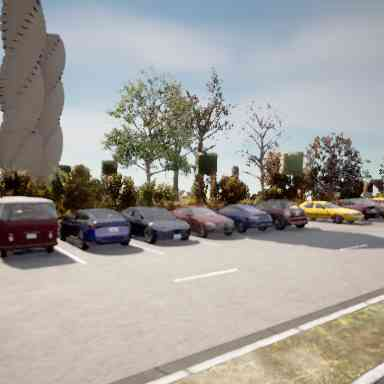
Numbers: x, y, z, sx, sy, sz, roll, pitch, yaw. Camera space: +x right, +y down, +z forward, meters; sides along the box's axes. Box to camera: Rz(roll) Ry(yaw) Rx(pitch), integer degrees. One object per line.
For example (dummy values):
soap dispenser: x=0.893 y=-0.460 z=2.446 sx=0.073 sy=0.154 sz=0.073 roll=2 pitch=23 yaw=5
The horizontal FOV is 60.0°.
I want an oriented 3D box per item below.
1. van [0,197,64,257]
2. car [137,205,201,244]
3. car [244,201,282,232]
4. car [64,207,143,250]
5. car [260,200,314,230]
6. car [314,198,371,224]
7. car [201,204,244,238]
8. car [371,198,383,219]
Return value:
van: x=-6.554 y=1.204 z=12.754 sx=1.878 sy=1.987 sz=4.442 roll=0 pitch=0 yaw=-35
car: x=-1.983 y=1.454 z=15.825 sx=2.163 sy=1.488 sz=4.792 roll=0 pitch=0 yaw=-35
car: x=2.494 y=1.442 z=19.041 sx=2.002 sy=1.452 sz=4.674 roll=0 pitch=0 yaw=-35
car: x=-4.260 y=1.457 z=14.278 sx=2.163 sy=1.488 sz=4.792 roll=0 pitch=0 yaw=-35
car: x=4.760 y=1.263 z=20.617 sx=2.185 sy=1.767 sz=4.553 roll=0 pitch=0 yaw=-35
car: x=9.336 y=1.342 z=23.680 sx=1.946 sy=1.575 sz=5.366 roll=-1 pitch=0 yaw=-35
car: x=0.247 y=1.454 z=17.449 sx=2.002 sy=1.452 sz=4.674 roll=0 pitch=0 yaw=-35
car: x=11.461 y=1.350 z=25.455 sx=2.163 sy=1.488 sz=4.792 roll=-1 pitch=0 yaw=-35
